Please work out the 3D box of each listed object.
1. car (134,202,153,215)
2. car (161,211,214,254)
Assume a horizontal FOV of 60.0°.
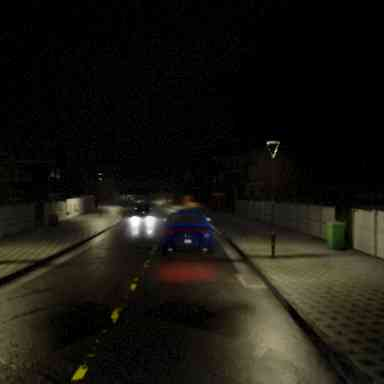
[{"bbox_3d":[-5.094,1.679,34.559,1.895,1.301,4.718,0,0,-9],"label":"car"},{"bbox_3d":[-0.215,1.527,13.666,1.882,1.535,5.008,0,0,-2],"label":"car"}]
